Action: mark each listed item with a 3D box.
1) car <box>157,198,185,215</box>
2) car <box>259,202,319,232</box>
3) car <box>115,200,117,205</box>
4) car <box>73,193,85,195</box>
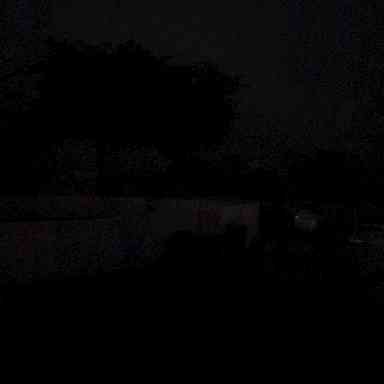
[{"bbox_3d":[-1.169,1.235,27.406,1.812,1.442,4.674,2,0,-36],"label":"car"},{"bbox_3d":[4.847,1.343,19.192,2.128,1.511,4.902,2,0,-36],"label":"car"},{"bbox_3d":[-7.201,1.123,35.645,2.033,1.411,5.357,2,0,-36],"label":"car"},{"bbox_3d":[-16.485,0.935,48.485,1.837,1.490,4.892,2,0,-36],"label":"car"}]
